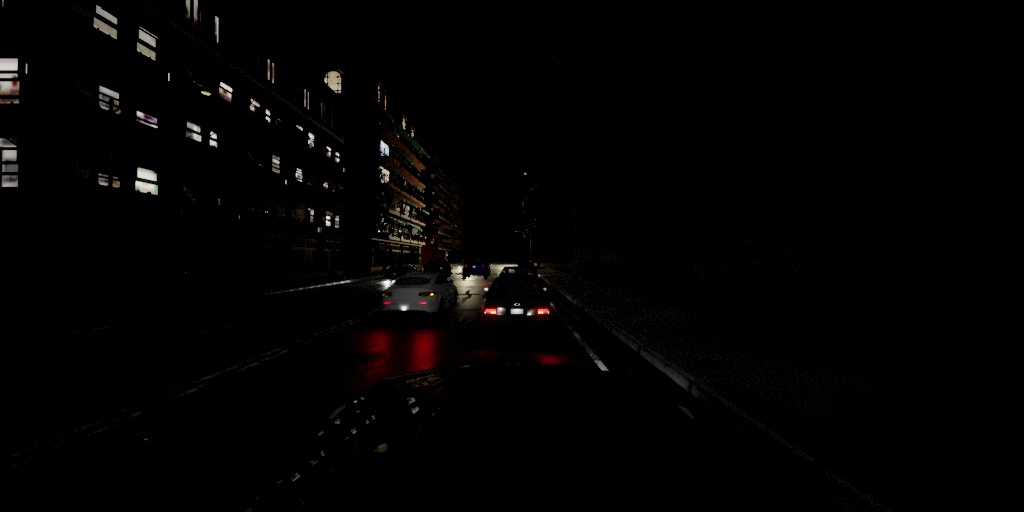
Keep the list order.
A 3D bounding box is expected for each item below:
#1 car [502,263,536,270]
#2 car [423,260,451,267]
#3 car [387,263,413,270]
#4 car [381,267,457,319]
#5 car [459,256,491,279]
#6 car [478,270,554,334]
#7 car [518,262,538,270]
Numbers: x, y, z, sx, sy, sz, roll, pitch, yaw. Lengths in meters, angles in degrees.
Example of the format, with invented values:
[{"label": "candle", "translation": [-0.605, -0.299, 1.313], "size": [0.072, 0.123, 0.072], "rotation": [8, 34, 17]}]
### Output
[{"label": "car", "translation": [0.113, 1.301, 20.976], "size": [2.033, 1.411, 5.357], "rotation": [0, 0, 0]}, {"label": "car", "translation": [-6.579, 1.106, 31.296], "size": [2.097, 1.767, 4.553], "rotation": [0, 0, 0]}, {"label": "car", "translation": [-9.829, 1.318, 32.023], "size": [1.994, 1.385, 4.181], "rotation": [0, 0, 0]}, {"label": "car", "translation": [-3.144, 1.277, 12.768], "size": [1.812, 1.442, 4.674], "rotation": [0, 0, 0]}, {"label": "car", "translation": [-3.128, 0.977, 32.124], "size": [2.150, 2.045, 5.566], "rotation": [0, 0, 0]}, {"label": "car", "translation": [0.108, 1.299, 10.614], "size": [2.033, 1.411, 5.357], "rotation": [0, 0, 0]}, {"label": "car", "translation": [1.159, 1.259, 30.743], "size": [1.837, 1.490, 4.892], "rotation": [0, 0, 0]}]
